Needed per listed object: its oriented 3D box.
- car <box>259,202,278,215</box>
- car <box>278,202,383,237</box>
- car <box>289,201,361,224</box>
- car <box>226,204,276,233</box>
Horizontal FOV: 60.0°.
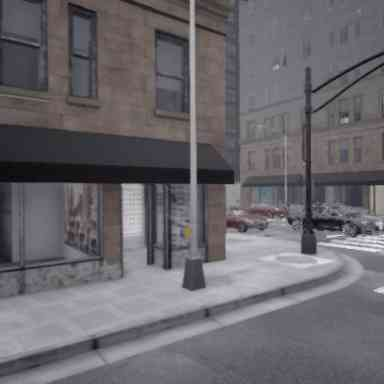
[{"bbox_3d":[6.351,1.505,28.638,1.802,1.307,4.206,-1,0,-35],"label":"car"},{"bbox_3d":[7.187,1.378,17.125,2.128,1.511,4.902,-1,0,-35],"label":"car"},{"bbox_3d":[9.490,1.423,24.087,2.008,1.369,4.403,-1,0,-35],"label":"car"},{"bbox_3d":[2.490,1.525,19.224,1.802,1.307,4.206,-1,0,-35],"label":"car"}]
